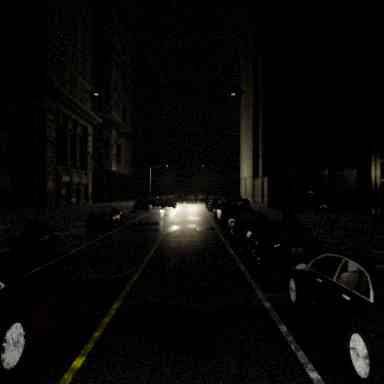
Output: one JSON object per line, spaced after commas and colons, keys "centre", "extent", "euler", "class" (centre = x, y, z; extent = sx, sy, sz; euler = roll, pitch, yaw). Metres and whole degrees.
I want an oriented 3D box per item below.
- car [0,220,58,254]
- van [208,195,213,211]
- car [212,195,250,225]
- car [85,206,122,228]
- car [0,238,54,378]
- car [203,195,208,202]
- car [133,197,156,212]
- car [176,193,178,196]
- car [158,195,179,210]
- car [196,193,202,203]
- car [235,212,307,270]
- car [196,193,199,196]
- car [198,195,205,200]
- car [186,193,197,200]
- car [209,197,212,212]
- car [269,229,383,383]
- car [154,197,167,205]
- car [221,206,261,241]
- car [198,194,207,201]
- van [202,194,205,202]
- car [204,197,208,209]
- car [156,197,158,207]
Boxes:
{"centre": [-5.761, 1.584, 10.777], "extent": [1.802, 1.307, 4.206], "euler": [0, 0, 0], "class": "car"}
{"centre": [2.762, 1.350, 33.330], "extent": [1.690, 1.788, 3.998], "euler": [0, 0, 0], "class": "van"}
{"centre": [2.763, 1.320, 22.056], "extent": [2.192, 1.841, 5.009], "euler": [0, 0, 0], "class": "car"}
{"centre": [-5.763, 1.588, 22.049], "extent": [1.802, 1.307, 4.206], "euler": [0, 0, 0], "class": "car"}
{"centre": [-3.101, 1.505, 2.722], "extent": [1.837, 1.490, 4.892], "euler": [0, 0, 0], "class": "car"}
{"centre": [2.760, 1.540, 44.772], "extent": [1.752, 1.417, 4.829], "euler": [0, 0, 0], "class": "car"}
{"centre": [-5.764, 1.578, 38.959], "extent": [1.947, 1.339, 4.313], "euler": [0, 0, 0], "class": "car"}
{"centre": [-5.770, 1.607, 95.321], "extent": [2.008, 1.369, 4.403], "euler": [0, 0, 0], "class": "car"}
{"centre": [-3.093, 1.541, 44.306], "extent": [1.812, 1.442, 4.674], "euler": [0, 0, 0], "class": "car"}
{"centre": [2.347, 1.538, 69.856], "extent": [1.837, 1.490, 4.892], "euler": [0, 0, 0], "class": "car"}
{"centre": [2.764, 1.567, 10.783], "extent": [1.947, 1.339, 4.313], "euler": [0, 0, 0], "class": "car"}
{"centre": [2.756, 1.591, 84.059], "extent": [1.887, 1.381, 4.507], "euler": [0, 0, 0], "class": "car"}
{"centre": [2.755, 1.622, 95.333], "extent": [1.947, 1.339, 4.313], "euler": [0, 0, 0], "class": "car"}
{"centre": [-0.009, 1.499, 88.714], "extent": [1.895, 1.301, 4.718], "euler": [0, 0, 0], "class": "car"}
{"centre": [2.762, 1.447, 27.693], "extent": [1.967, 1.590, 4.097], "euler": [0, 0, 0], "class": "car"}
{"centre": [2.764, 1.551, 5.147], "extent": [2.008, 1.369, 4.403], "euler": [0, 0, 0], "class": "car"}
{"centre": [-5.767, 1.594, 61.503], "extent": [1.947, 1.339, 4.313], "euler": [0, 0, 0], "class": "car"}
{"centre": [2.763, 1.569, 16.419], "extent": [1.947, 1.339, 4.313], "euler": [0, 0, 0], "class": "car"}
{"centre": [2.756, 1.366, 89.697], "extent": [2.192, 1.841, 5.009], "euler": [0, 0, 0], "class": "car"}
{"centre": [2.760, 1.359, 50.239], "extent": [1.690, 1.788, 3.998], "euler": [0, 0, 0], "class": "van"}
{"centre": [2.761, 1.562, 38.967], "extent": [2.008, 1.369, 4.403], "euler": [0, 0, 0], "class": "car"}
{"centre": [-5.765, 1.459, 50.231], "extent": [1.967, 1.590, 4.097], "euler": [0, 0, 0], "class": "car"}
